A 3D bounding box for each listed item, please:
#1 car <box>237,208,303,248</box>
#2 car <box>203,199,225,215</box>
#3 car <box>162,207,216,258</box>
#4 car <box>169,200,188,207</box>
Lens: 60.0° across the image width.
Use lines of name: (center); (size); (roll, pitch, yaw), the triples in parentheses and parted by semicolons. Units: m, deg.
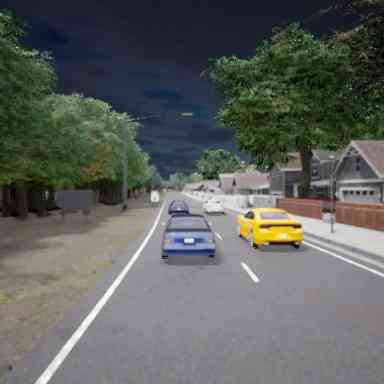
car: (3.235, 1.456, 14.661); (1.882, 1.535, 5.008); (0, 0, -2)
car: (2.137, 1.475, 33.531); (1.812, 1.442, 4.674); (0, 0, -4)
car: (-0.176, 1.533, 12.666); (2.033, 1.411, 5.357); (0, 0, -2)
car: (-1.334, 1.519, 32.931); (1.994, 1.385, 4.181); (0, 0, -4)
